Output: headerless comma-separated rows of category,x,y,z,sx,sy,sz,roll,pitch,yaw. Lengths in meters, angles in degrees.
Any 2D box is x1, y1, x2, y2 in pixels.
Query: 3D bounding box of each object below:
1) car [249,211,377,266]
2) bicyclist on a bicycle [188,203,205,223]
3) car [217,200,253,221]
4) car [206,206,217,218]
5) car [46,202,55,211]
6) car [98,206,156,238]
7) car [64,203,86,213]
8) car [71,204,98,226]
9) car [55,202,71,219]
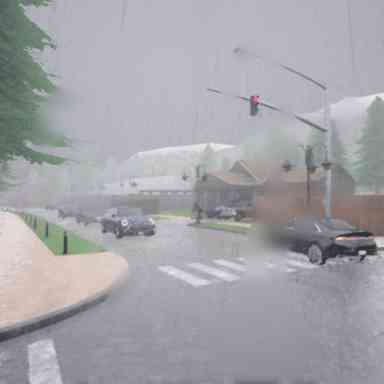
car,4.406,1.674,12.444,2.128,1.511,4.902,1,-1,-19
bicyclist on a bicycle,0.415,1.708,27.433,1.656,1.620,0.582,1,-1,-30
car,4.977,1.640,30.439,4.605,1.855,1.932,0,-1,-30
car,3.390,1.676,32.427,3.866,1.878,1.905,0,-1,-30
car,-23.874,2.451,57.843,2.128,1.511,4.902,1,-1,-41
car,-3.827,1.665,19.754,2.097,1.767,4.553,0,-1,-30
car,-17.637,2.424,50.066,1.895,1.301,4.718,1,-1,-35
car,-8.286,1.938,27.566,2.128,1.511,4.902,0,-1,-30
car,-13.439,2.104,36.527,1.837,1.490,4.892,0,-1,-30
